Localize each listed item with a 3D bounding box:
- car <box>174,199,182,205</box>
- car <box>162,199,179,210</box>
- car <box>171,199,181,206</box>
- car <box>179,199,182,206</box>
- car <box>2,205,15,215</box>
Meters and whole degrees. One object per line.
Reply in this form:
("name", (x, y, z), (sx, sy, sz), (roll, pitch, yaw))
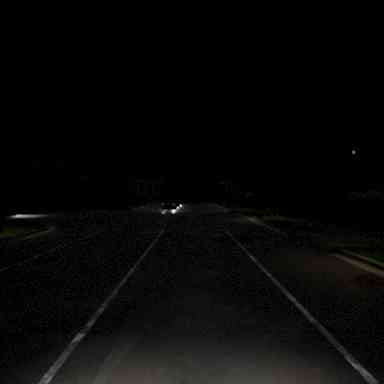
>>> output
("car", (-3.558, 2.470, 84.511), (1.895, 1.301, 4.718), (0, -1, 0))
("car", (-3.624, 1.907, 53.514), (2.097, 1.767, 4.553), (0, 0, 0))
("car", (-3.551, 2.295, 74.218), (1.812, 1.442, 4.674), (0, -1, 0))
("car", (-3.568, 2.231, 64.218), (1.994, 1.385, 4.181), (0, -1, 1))
("car", (-20.604, 1.766, 34.224), (4.181, 1.385, 1.994), (0, -1, 0))
